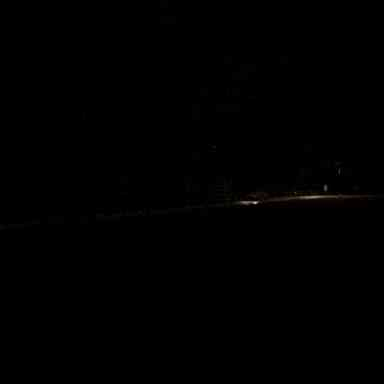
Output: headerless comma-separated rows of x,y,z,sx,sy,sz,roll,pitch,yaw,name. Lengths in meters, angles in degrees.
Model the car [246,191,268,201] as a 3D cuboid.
10.284,0.645,52.747,1.882,1.535,5.008,-2,0,36,car
